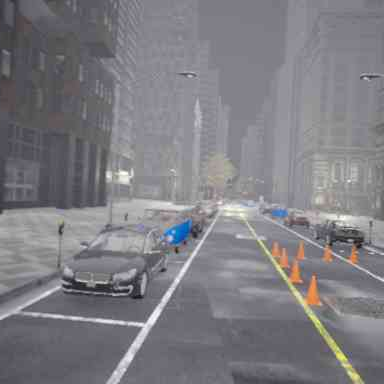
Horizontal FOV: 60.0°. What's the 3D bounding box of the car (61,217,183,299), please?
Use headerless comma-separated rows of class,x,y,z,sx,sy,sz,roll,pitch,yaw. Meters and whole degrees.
car,-1.661,1.560,8.481,2.008,1.369,4.403,3,-1,6

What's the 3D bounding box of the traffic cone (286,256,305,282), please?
traffic cone,2.941,2.224,9.461,0.340,0.580,0.340,3,-1,6

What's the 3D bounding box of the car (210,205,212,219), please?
car,0.182,1.843,24.952,1.887,1.381,4.507,3,-1,6

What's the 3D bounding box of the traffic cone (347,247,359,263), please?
traffic cone,6.364,2.449,13.099,0.340,0.580,0.340,3,-1,6

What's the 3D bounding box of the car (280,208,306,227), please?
car,9.273,2.421,29.467,1.802,1.307,4.206,3,-1,6

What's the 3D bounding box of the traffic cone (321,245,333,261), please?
traffic cone,5.372,2.397,13.211,0.340,0.580,0.340,3,-1,6

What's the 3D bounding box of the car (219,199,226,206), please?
car,7.487,2.991,90.084,1.752,1.417,4.829,3,-1,6

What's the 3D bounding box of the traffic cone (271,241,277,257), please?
traffic cone,3.387,2.293,13.436,0.340,0.580,0.340,3,-1,6

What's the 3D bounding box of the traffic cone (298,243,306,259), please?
traffic cone,4.379,2.345,13.324,0.340,0.580,0.340,3,-1,6

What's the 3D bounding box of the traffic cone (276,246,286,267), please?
traffic cone,3.164,2.258,11.448,0.340,0.580,0.340,3,-1,6

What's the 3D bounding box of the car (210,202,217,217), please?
car,1.393,2.014,35.764,1.752,1.417,4.829,3,-1,6

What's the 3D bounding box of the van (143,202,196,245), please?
van,-1.035,1.447,13.974,1.690,1.788,3.998,3,-1,6

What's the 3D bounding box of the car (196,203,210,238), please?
car,-0.419,1.517,19.464,2.192,1.841,5.009,3,-1,6

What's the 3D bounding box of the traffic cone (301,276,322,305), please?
traffic cone,2.719,2.189,7.474,0.340,0.580,0.340,3,-1,6

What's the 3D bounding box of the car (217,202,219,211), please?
car,2.025,2.133,41.423,1.887,1.381,4.507,3,-1,6

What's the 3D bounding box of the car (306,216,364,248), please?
car,8.042,2.196,18.488,2.008,1.369,4.403,3,-1,6

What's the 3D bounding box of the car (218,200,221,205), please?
car,2.639,2.229,46.913,1.887,1.381,4.507,3,-1,6

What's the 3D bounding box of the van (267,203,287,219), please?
van,10.520,2.373,40.450,1.690,1.788,3.998,3,-1,6

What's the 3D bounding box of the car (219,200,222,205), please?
car,3.253,2.327,52.404,1.887,1.381,4.507,3,-1,6

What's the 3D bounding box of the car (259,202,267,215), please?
car,11.740,2.771,51.426,1.887,1.381,4.507,3,-1,6
